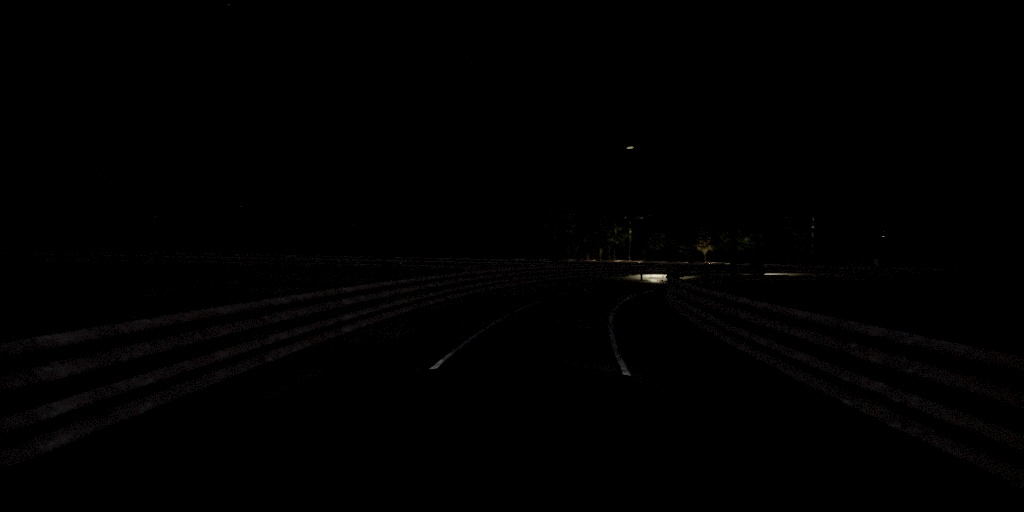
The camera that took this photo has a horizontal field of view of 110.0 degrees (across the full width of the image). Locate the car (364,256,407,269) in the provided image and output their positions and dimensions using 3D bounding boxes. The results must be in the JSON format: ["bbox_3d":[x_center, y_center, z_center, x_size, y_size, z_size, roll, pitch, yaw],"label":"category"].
[{"bbox_3d":[-15.352,0.742,43.730,4.892,1.490,1.837,1,0,-8],"label":"car"}]

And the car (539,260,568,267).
[{"bbox_3d":[6.253,1.257,46.364,5.357,1.411,2.033,1,0,-6],"label":"car"}]

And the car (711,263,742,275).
[{"bbox_3d":[28.878,1.748,48.645,4.674,1.442,1.812,1,0,-5],"label":"car"}]
